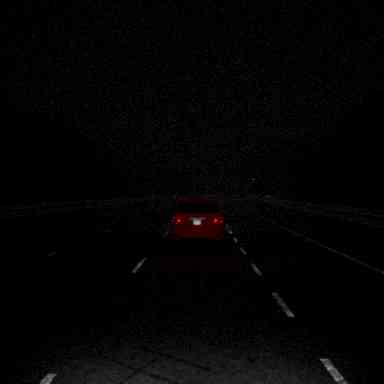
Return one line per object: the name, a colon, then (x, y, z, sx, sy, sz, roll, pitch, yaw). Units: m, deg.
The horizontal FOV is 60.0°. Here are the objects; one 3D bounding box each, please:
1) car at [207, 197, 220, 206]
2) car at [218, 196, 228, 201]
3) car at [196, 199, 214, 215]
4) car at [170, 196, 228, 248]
car: (3.805, 1.580, 58.414, 2.033, 1.411, 5.357, 0, 0, 7)
car: (8.010, 1.628, 85.193, 2.033, 1.411, 5.357, 0, 0, 11)
car: (1.433, 1.549, 35.242, 1.812, 1.442, 4.674, 0, 0, 4)
car: (0.287, 1.226, 15.027, 2.150, 2.045, 5.566, 0, 0, 2)
